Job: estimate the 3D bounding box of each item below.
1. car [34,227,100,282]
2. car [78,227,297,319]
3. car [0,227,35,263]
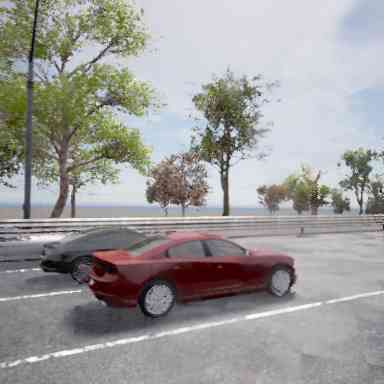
[{"bbox_3d":[-2.217,1.817,10.405,4.674,1.442,1.812,2,-3,-28],"label":"car"},{"bbox_3d":[0.194,1.669,7.732,5.008,1.535,1.882,2,-3,-28],"label":"car"},{"bbox_3d":[-6.524,1.938,12.043,4.718,1.301,1.895,2,-3,-29],"label":"car"}]
